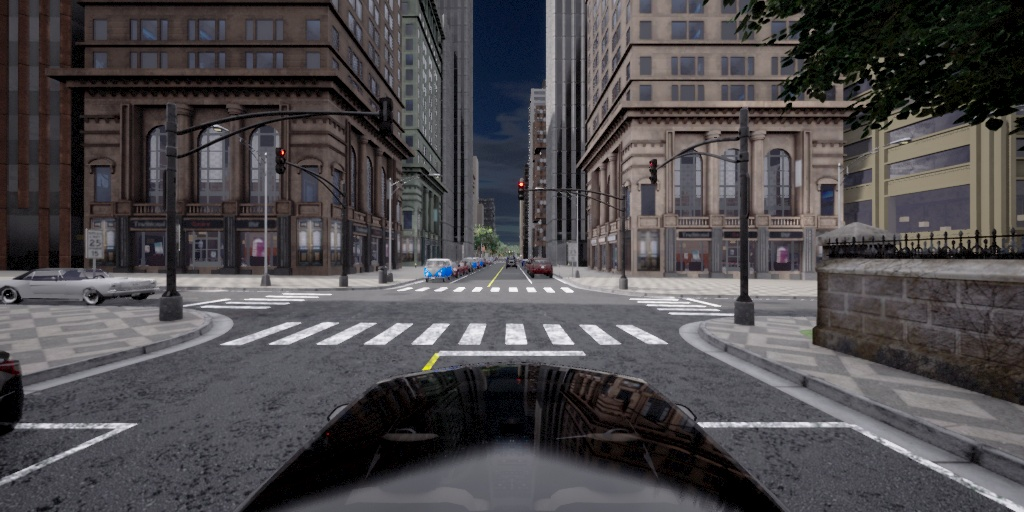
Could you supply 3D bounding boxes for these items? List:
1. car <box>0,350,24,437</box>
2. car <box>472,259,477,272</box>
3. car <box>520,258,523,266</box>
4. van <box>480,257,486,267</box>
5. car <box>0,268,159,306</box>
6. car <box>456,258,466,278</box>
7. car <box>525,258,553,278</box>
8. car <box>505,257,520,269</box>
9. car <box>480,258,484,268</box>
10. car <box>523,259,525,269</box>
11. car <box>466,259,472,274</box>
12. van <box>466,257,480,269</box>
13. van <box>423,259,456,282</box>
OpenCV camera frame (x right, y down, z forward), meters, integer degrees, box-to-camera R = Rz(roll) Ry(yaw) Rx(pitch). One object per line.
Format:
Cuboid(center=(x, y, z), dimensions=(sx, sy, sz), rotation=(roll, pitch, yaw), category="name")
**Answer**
Cuboid(center=(-5.762, 1.316, 1.777), dimensions=(1.948, 1.339, 4.313), rotation=(0, 0, 0), category="car")
Cuboid(center=(-5.848, 1.348, 44.757), dimensions=(1.948, 1.339, 4.313), rotation=(0, 0, 0), category="car")
Cuboid(center=(2.656, 1.348, 55.663), dimensions=(2.007, 1.370, 4.403), rotation=(0, 0, 0), category="car")
Cuboid(center=(-5.880, 1.146, 61.081), dimensions=(1.690, 1.789, 3.998), rotation=(0, 0, 0), category="van")
Cuboid(center=(-16.565, 1.119, 13.679), dimensions=(4.718, 1.301, 1.895), rotation=(1, 0, 0), category="car")
Cuboid(center=(-5.826, 1.207, 33.875), dimensions=(1.967, 1.591, 4.097), rotation=(0, 0, 0), category="car")
Cuboid(center=(2.699, 1.082, 33.901), dimensions=(2.192, 1.841, 5.009), rotation=(0, 0, 0), category="car")
Cuboid(center=(-0.062, 1.308, 59.091), dimensions=(1.837, 1.490, 4.892), rotation=(0, 0, 1), category="car")
Cuboid(center=(-5.870, 1.343, 55.640), dimensions=(1.888, 1.381, 4.507), rotation=(0, 0, 0), category="car")
Cuboid(center=(2.688, 1.089, 39.341), dimensions=(2.192, 1.841, 5.009), rotation=(0, 0, 0), category="car")
Cuboid(center=(-5.837, 1.319, 39.316), dimensions=(1.888, 1.381, 4.507), rotation=(0, 0, 0), category="car")
Cuboid(center=(-5.859, 1.131, 50.199), dimensions=(1.690, 1.789, 3.998), rotation=(0, 0, 0), category="van")
Cuboid(center=(-5.815, 1.103, 28.434), dimensions=(1.690, 1.789, 3.998), rotation=(0, 0, 0), category="van")
